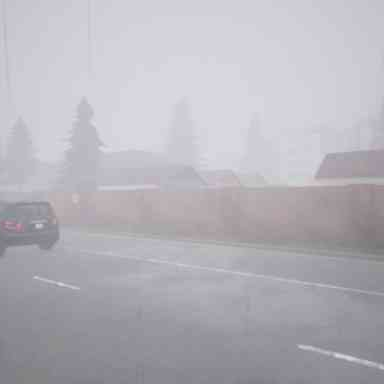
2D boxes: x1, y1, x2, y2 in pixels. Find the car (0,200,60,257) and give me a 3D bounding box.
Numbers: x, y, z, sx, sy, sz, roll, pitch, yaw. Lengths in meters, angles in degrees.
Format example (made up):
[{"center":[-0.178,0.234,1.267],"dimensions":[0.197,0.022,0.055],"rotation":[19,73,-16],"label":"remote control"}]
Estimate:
[{"center":[-7.759,1.349,13.700],"dimensions":[5.566,2.045,2.150],"rotation":[0,0,36],"label":"car"}]
